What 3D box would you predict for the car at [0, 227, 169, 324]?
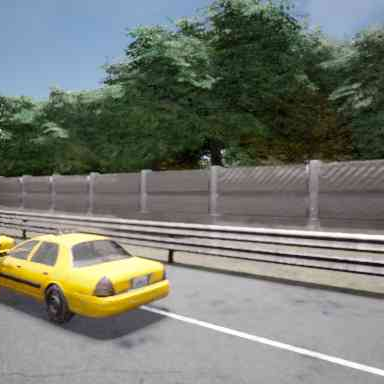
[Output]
[{"bbox_3d":[-2.960,1.566,7.377,5.366,1.575,1.801,0,-1,37],"label":"car"}]
